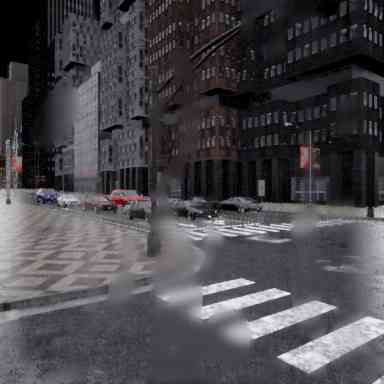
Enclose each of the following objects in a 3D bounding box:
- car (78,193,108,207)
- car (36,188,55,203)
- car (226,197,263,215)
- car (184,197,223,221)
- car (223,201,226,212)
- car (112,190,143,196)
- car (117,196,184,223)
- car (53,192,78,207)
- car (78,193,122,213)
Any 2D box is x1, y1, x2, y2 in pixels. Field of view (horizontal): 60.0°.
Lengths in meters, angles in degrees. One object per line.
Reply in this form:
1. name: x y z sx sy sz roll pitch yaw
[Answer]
1. car: -12.500 0.929 41.767 2.128 1.511 4.902 0 1 -36
2. car: -20.646 0.521 47.531 2.150 2.045 5.566 0 1 -36
3. car: 4.186 1.196 30.178 2.128 1.511 4.902 0 1 -36
4. car: -0.427 1.280 25.067 2.033 1.411 5.357 0 1 -39
5. car: 0.465 1.160 29.771 1.882 1.535 5.008 0 1 -36
6. car: -6.383 0.810 33.327 2.150 2.045 5.566 0 1 -36
7. car: -3.031 1.284 23.209 2.033 1.411 5.357 0 1 -35
8. car: -14.429 0.985 38.867 1.812 1.442 4.674 0 1 -35
9. car: -8.631 1.080 30.892 1.882 1.535 5.008 0 1 -36
